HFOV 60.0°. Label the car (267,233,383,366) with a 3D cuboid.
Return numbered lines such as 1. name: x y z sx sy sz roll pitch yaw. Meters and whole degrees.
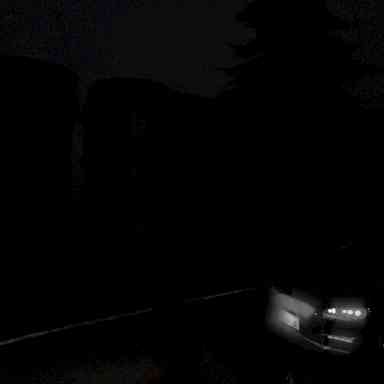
1. car: 3.541 1.503 5.694 4.902 1.511 2.128 0 0 -26
